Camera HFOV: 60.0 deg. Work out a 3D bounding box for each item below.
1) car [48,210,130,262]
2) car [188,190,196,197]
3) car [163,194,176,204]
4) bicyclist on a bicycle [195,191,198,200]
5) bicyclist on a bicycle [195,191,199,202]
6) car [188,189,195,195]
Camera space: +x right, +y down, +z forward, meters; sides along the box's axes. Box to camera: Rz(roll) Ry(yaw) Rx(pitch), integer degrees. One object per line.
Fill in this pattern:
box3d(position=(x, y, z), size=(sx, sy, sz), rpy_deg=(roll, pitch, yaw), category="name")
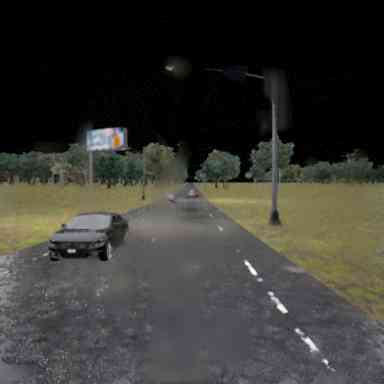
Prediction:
box3d(position=(-3.606, 1.490, 12.449), size=(1.882, 1.535, 5.008), rpy_deg=(0, 0, 0), category="car")
box3d(position=(-0.044, 0.548, 79.825), size=(1.994, 1.385, 4.181), rpy_deg=(0, 2, 0), category="car")
box3d(position=(-3.594, 1.055, 53.406), size=(1.882, 1.535, 5.008), rpy_deg=(0, 1, 0), category="car")
box3d(position=(0.922, 0.688, 67.951), size=(0.659, 1.776, 1.843), rpy_deg=(0, 2, 0), category="bicyclist on a bicycle")
box3d(position=(0.927, 0.869, 58.965), size=(0.659, 1.776, 1.843), rpy_deg=(0, 1, 0), category="bicyclist on a bicycle")
box3d(position=(-0.051, 0.093, 92.790), size=(1.882, 1.535, 5.008), rpy_deg=(0, 2, 0), category="car")
